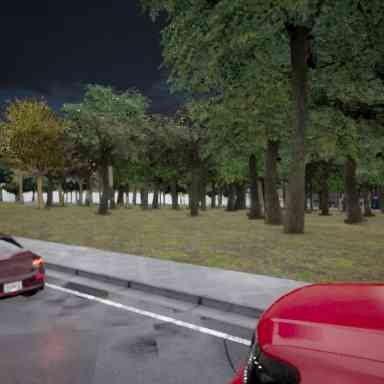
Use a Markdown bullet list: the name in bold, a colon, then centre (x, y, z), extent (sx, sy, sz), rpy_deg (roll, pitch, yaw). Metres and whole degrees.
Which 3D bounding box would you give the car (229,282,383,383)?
- **car**: centre (2.906, 1.222, 1.613), extent (5.566, 2.045, 2.150), rpy_deg (0, 0, 35)

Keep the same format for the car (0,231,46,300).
- **car**: centre (-5.051, 1.520, 7.273), extent (4.674, 1.442, 1.812), rpy_deg (0, 0, 36)
